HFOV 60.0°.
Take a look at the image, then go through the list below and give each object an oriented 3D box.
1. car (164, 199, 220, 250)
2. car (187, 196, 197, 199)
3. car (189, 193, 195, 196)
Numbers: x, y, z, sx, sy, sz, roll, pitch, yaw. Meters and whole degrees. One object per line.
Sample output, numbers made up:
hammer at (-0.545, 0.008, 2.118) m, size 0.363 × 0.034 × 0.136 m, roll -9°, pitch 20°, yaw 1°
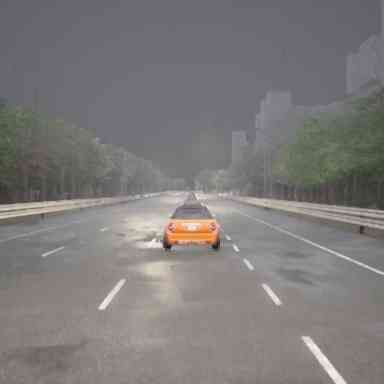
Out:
car at (0.000, 1.347, 14.437) m, size 2.097 × 1.767 × 4.553 m, roll 0°, pitch 0°, yaw 0°
car at (0.000, 1.453, 32.117) m, size 1.882 × 1.535 × 5.008 m, roll 0°, pitch 0°, yaw 0°
car at (0.001, 1.458, 63.227) m, size 1.994 × 1.385 × 4.181 m, roll 0°, pitch 0°, yaw 0°
